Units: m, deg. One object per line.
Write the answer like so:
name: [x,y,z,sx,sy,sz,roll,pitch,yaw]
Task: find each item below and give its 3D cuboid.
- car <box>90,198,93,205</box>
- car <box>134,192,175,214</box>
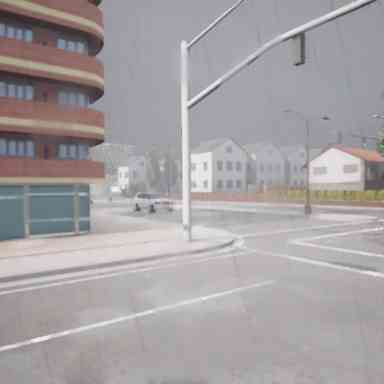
car: [-17.222,1.275,52.789,1.882,1.535,5.008,-1,0,-34]
car: [-3.915,1.024,33.353,2.150,2.045,5.566,-1,1,-35]
